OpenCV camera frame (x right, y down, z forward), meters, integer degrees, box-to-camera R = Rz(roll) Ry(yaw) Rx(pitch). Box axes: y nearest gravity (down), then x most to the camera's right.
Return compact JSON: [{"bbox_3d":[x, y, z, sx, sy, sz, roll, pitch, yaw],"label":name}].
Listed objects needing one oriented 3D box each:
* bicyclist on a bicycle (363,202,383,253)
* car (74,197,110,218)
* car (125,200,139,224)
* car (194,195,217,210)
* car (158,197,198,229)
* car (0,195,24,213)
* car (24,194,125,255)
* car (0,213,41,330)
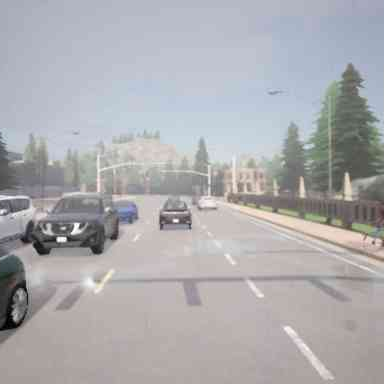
[{"bbox_3d":[6.222,1.145,10.563,1.656,1.620,0.582,0,1,-3],"label":"bicyclist on a bicycle"},{"bbox_3d":[-8.738,1.288,29.517,1.882,1.535,5.008,-1,1,-3],"label":"car"},{"bbox_3d":[-4.887,1.308,23.359,1.882,1.535,5.008,-1,1,-3],"label":"car"},{"bbox_3d":[1.568,1.180,36.057,1.812,1.442,4.674,-1,1,-3],"label":"car"},{"bbox_3d":[-1.015,1.313,20.300,2.128,1.511,4.902,-1,1,-3],"label":"car"},{"bbox_3d":[-7.766,1.178,12.490,2.150,2.045,5.566,-1,1,-3],"label":"car"},{"bbox_3d":[-4.310,1.138,13.331,2.150,2.045,5.566,-1,1,-3],"label":"car"},{"bbox_3d":[-3.748,1.350,3.758,2.097,1.767,4.553,-1,1,-3],"label":"car"}]
